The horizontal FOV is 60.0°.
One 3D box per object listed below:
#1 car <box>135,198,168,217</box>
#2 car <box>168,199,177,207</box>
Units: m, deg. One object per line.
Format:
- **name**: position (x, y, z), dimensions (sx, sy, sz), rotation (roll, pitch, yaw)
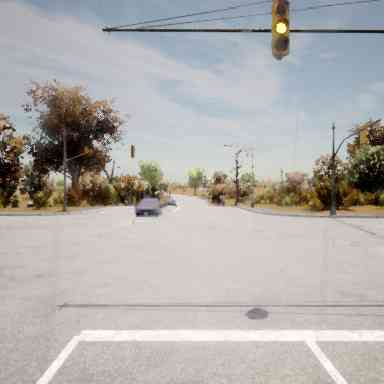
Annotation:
- **car**: position (-3.500, 1.249, 27.943), dimensions (2.033, 1.411, 5.357), rotation (0, 0, 0)
- **car**: position (-3.500, 1.717, 52.888), dimensions (1.994, 1.385, 4.181), rotation (0, -2, 0)
